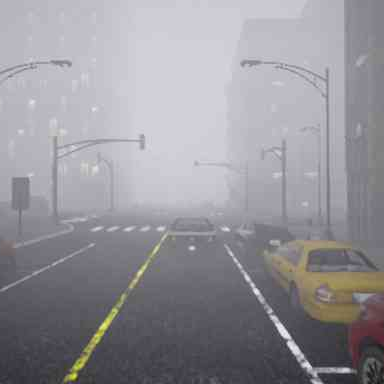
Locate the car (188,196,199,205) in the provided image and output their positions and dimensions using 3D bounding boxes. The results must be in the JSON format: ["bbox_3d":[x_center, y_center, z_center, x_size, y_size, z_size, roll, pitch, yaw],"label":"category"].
[{"bbox_3d":[0.028,2.207,75.848,1.882,1.535,5.008,0,-1,0],"label":"car"}]

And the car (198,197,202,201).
[{"bbox_3d":[2.715,2.224,67.830,2.008,1.369,4.403,0,-1,0],"label":"car"}]

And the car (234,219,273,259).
[{"bbox_3d":[2.696,1.691,12.892,1.947,1.339,4.313,0,-1,0],"label":"car"}]

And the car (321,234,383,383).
[{"bbox_3d":[2.692,1.331,1.529,2.192,1.841,5.009,0,-1,0],"label":"car"}]

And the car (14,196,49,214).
[{"bbox_3d":[-17.681,1.366,34.965,5.009,1.841,2.192,1,-2,0],"label":"car"}]

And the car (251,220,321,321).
[{"bbox_3d":[2.694,1.597,7.379,1.752,1.417,4.829,0,-1,0],"label":"car"}]

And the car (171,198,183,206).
[{"bbox_3d":[-2.975,2.332,73.962,1.895,1.301,4.718,0,-1,0],"label":"car"}]

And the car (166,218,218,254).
[{"bbox_3d":[0.007,1.738,14.113,1.895,1.301,4.718,0,-1,0],"label":"car"}]

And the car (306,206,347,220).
[{"bbox_3d":[14.655,2.175,35.224,4.829,1.417,1.752,1,-2,0],"label":"car"}]

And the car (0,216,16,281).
[{"bbox_3d":[-5.686,1.510,7.211,1.967,1.590,4.097,0,-1,0],"label":"car"}]

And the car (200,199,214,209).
[{"bbox_3d":[2.761,2.123,54.913,1.802,1.307,4.206,0,-1,0],"label":"car"}]

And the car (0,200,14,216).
[{"bbox_3d":[-17.550,1.266,26.588,5.009,1.841,2.192,1,-2,0],"label":"car"}]

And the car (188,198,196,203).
[{"bbox_3d":[0.032,2.306,87.545,1.895,1.301,4.718,0,-1,0],"label":"car"}]
